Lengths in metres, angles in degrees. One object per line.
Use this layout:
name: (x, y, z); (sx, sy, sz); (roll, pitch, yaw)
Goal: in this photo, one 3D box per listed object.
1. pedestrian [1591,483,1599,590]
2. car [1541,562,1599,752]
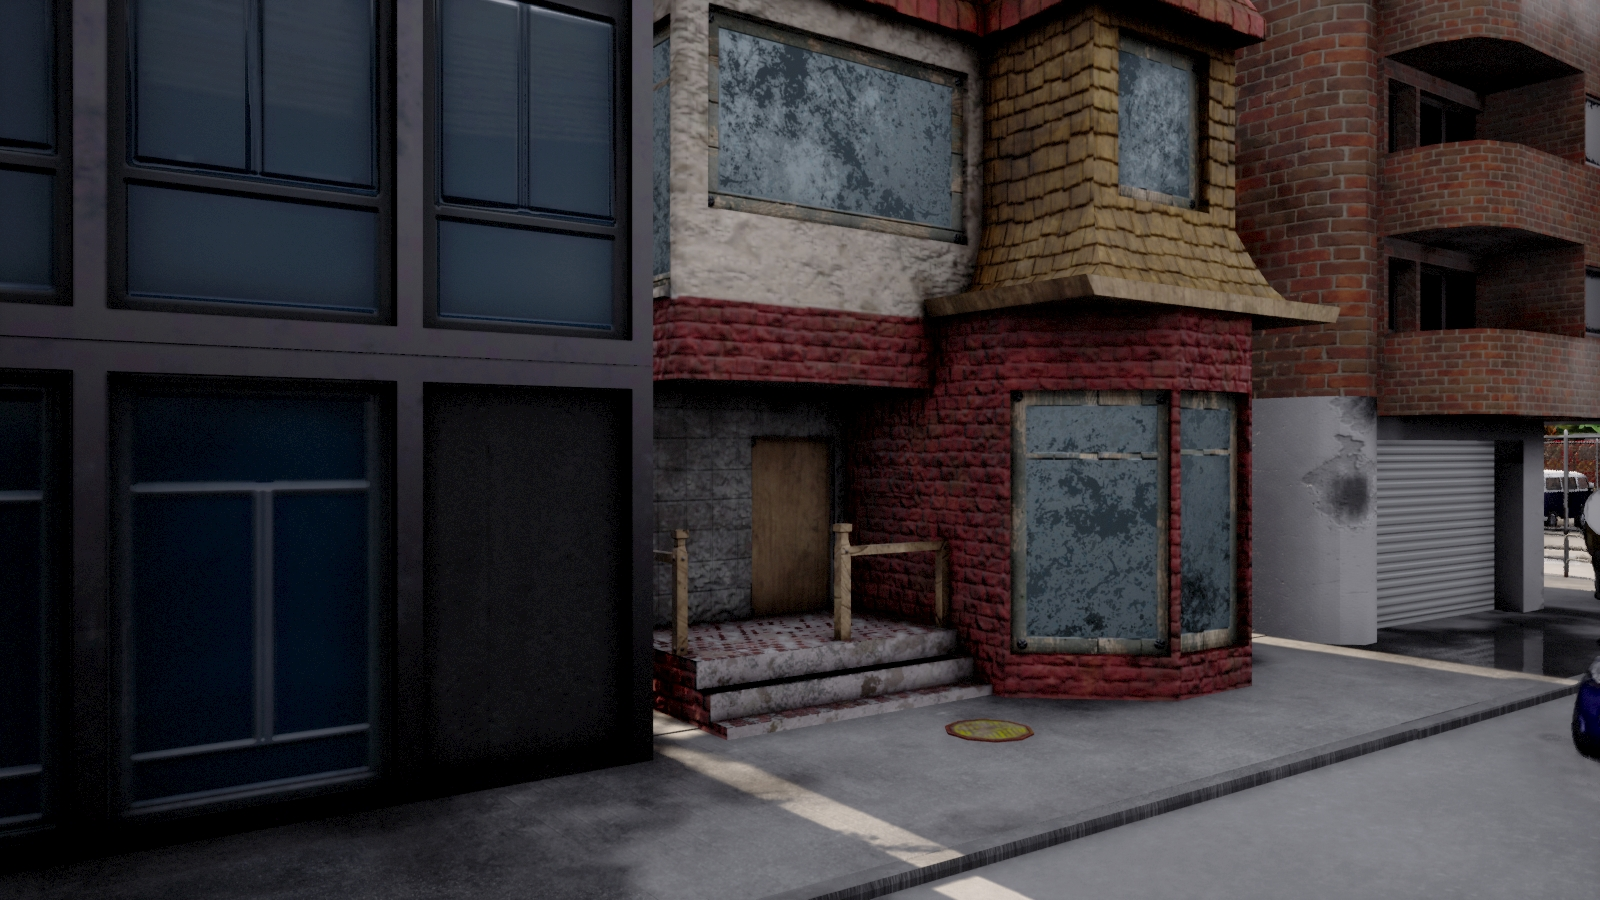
pedestrian: (14.084, 1.507, 19.948); (0.375, 1.860, 0.375); (0, 0, 20)
car: (8.557, 1.813, 10.367); (3.633, 1.501, 1.845); (0, 0, -35)
